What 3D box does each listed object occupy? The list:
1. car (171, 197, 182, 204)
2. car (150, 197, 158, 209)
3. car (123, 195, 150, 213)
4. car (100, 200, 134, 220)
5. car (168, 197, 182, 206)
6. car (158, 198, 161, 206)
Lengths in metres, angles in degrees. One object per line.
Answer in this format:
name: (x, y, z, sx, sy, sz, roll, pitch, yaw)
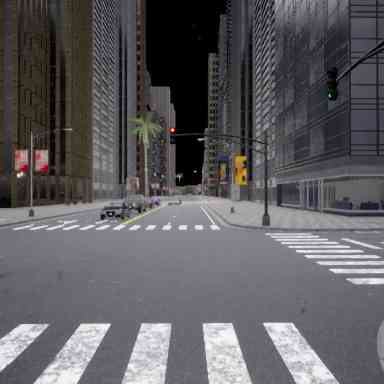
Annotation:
car: (-3.238, 1.790, 69.702, 1.994, 1.385, 4.181, 0, 0, 0)
car: (-6.651, 1.484, 48.388, 2.097, 1.767, 4.553, 0, 0, 0)
car: (-6.647, 1.315, 38.460, 2.150, 2.045, 5.566, 0, 0, 0)
car: (-6.634, 1.628, 29.136, 1.994, 1.385, 4.181, 0, 0, 0)
car: (-3.226, 1.782, 59.806, 1.895, 1.301, 4.718, 0, 0, 0)
car: (-6.621, 1.653, 58.528, 1.882, 1.535, 5.008, 0, 0, 0)
